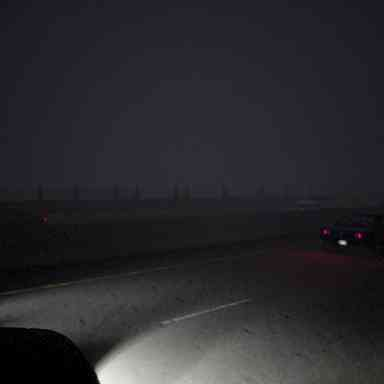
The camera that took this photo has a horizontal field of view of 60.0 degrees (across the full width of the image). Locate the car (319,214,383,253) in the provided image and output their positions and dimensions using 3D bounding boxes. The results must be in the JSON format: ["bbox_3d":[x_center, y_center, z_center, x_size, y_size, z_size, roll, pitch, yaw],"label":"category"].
[{"bbox_3d":[7.301,1.556,13.510,4.718,1.301,1.895,0,0,-37],"label":"car"}]

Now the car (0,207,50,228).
[{"bbox_3d":[-10.643,1.548,17.924,5.357,1.411,2.033,0,0,-36],"label":"car"}]

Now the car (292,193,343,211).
[{"bbox_3d":[11.398,1.136,29.971,5.566,2.045,2.150,0,0,-37],"label":"car"}]

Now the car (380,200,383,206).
[{"bbox_3d":[28.649,1.434,47.265,4.718,1.301,1.895,0,0,-37],"label":"car"}]

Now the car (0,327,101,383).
[{"bbox_3d":[-2.597,1.569,1.909,4.181,1.385,1.994,0,0,-36],"label":"car"}]
